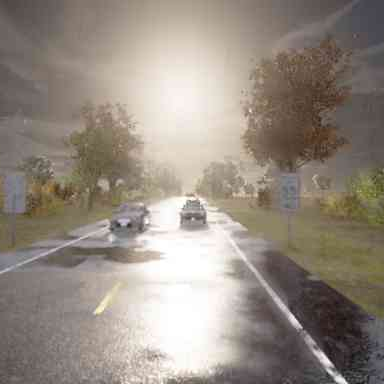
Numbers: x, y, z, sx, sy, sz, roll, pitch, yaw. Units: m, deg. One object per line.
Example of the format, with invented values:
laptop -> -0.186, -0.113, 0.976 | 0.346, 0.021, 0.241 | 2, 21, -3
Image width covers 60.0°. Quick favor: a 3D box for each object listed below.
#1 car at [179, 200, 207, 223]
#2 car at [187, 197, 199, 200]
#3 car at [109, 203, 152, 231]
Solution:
car -> 0.086, 1.530, 24.694 | 1.895, 1.301, 4.718 | 0, 0, 0
car -> 0.102, 1.404, 43.895 | 2.128, 1.511, 4.902 | 0, 0, 0
car -> -3.571, 1.430, 19.945 | 2.128, 1.511, 4.902 | 0, 0, 0
